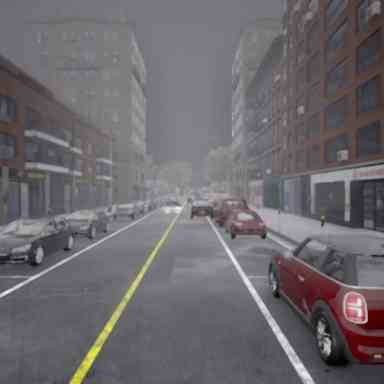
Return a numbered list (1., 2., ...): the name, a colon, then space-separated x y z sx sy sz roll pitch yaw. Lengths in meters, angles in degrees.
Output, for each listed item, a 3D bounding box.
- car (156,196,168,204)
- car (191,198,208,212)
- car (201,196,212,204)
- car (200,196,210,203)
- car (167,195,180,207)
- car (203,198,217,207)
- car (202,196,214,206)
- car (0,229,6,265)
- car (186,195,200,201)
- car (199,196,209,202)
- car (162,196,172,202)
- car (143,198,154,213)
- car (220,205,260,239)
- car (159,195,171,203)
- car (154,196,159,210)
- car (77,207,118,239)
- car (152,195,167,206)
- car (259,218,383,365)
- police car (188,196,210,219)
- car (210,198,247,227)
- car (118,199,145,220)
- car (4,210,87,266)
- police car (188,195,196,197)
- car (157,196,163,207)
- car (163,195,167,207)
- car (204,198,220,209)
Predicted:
1. car: -5.391 1.469 60.829 1.752 1.417 4.829 0 0 0
2. car: 0.823 1.485 38.742 1.812 1.442 4.674 0 0 0
3. car: 2.634 1.489 61.003 1.887 1.381 4.507 0 0 0
4. car: 2.634 1.524 66.521 1.802 1.307 4.206 0 0 0
5. car: -2.834 1.549 50.276 1.895 1.301 4.718 0 0 0
6. car: 2.635 1.531 49.966 1.802 1.307 4.206 0 0 0
7. car: 2.634 1.471 55.655 1.752 1.417 4.829 0 0 0
8. car: -5.387 1.575 5.811 1.802 1.307 4.206 0 0 0
9. car: 0.297 1.331 80.162 1.994 1.385 4.181 0 0 23
10. car: 2.634 1.507 72.039 1.947 1.339 4.313 0 0 0
11. car: -5.392 1.522 72.038 1.802 1.307 4.206 0 0 0
12. car: -5.389 1.514 33.406 2.008 1.369 4.403 0 0 0
13. car: 2.637 1.564 16.857 1.802 1.307 4.206 0 0 0
14. car: -5.391 1.382 66.519 1.967 1.590 4.097 0 0 0
15. car: -5.389 1.502 38.925 1.887 1.381 4.507 0 0 0
16. car: -5.388 1.532 16.849 2.008 1.369 4.403 0 0 0
17. car: -5.391 1.385 55.481 1.967 1.590 4.097 0 0 0
18. car: 2.638 1.434 5.819 1.967 1.590 4.097 0 0 0
19. police car: 0.824 1.394 28.852 1.930 1.638 5.238 0 0 0
20. car: 2.637 1.291 22.375 2.192 1.841 5.009 0 0 0
21. car: -5.389 1.552 27.887 1.802 1.307 4.206 0 0 0
22. car: -5.387 1.538 11.330 2.008 1.369 4.403 0 0 0
23. police car: 0.823 1.378 44.852 1.930 1.638 5.238 0 0 0
24. car: -5.389 1.518 44.444 1.947 1.339 4.313 0 0 0
25. car: -5.390 1.499 49.962 2.008 1.369 4.403 0 0 0
26. car: 2.636 1.535 44.448 1.802 1.307 4.206 0 0 0
